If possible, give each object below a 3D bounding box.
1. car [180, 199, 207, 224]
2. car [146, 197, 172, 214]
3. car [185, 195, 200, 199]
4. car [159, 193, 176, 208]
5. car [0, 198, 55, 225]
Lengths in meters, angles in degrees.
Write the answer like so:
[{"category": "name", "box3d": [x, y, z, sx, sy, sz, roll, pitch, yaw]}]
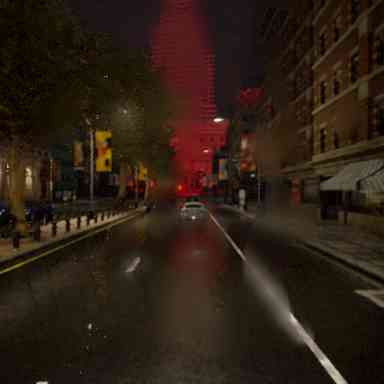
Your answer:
[{"category": "car", "box3d": [0.106, 1.453, 24.155, 1.812, 1.442, 4.674, 0, 0, 0]}, {"category": "car", "box3d": [-3.492, 1.463, 34.032, 1.994, 1.385, 4.181, 0, 0, 0]}, {"category": "car", "box3d": [0.080, 1.213, 47.398, 2.097, 1.767, 4.553, 0, 0, 2]}, {"category": "car", "box3d": [-3.465, 1.088, 45.715, 2.150, 2.045, 5.566, 0, 0, 1]}, {"category": "car", "box3d": [-11.495, 1.283, 23.458, 2.097, 1.767, 4.553, 0, 0, 0]}]
